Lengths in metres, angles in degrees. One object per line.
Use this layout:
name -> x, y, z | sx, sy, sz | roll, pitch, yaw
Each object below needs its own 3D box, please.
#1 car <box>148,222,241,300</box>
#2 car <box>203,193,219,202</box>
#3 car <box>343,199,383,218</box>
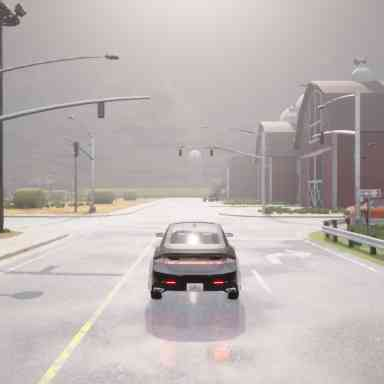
car -> 0.064, 1.492, 8.395 | 2.128, 1.511, 4.902 | 0, 0, 0
car -> 4.138, 1.144, 72.662 | 1.905, 1.878, 3.866 | -8, 3, -42
car -> 14.545, 1.379, 26.485 | 4.553, 1.767, 2.097 | 0, 0, 1
